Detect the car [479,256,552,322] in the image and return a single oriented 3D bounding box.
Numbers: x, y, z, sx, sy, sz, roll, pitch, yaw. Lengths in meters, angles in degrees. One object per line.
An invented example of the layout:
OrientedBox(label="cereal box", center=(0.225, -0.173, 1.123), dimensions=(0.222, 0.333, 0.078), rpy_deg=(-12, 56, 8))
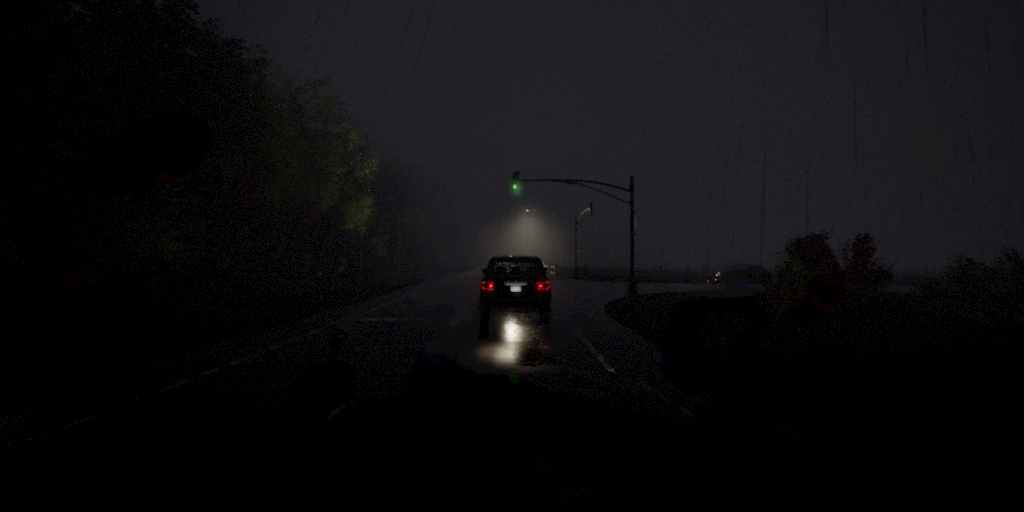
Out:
OrientedBox(label="car", center=(0.106, 1.010, 12.573), dimensions=(2.150, 2.045, 5.566), rpy_deg=(0, 0, 0))

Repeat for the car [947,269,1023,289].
OrientedBox(label="car", center=(37.295, 1.792, 28.186), dimensions=(4.902, 1.511, 2.128), rpy_deg=(1, -1, 0))

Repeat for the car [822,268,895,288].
OrientedBox(label="car", center=(26.976, 1.666, 28.238), dimensions=(5.008, 1.535, 1.882), rpy_deg=(1, -1, 0))

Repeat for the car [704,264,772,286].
OrientedBox(label="car", center=(17.751, 1.440, 28.315), dimensions=(4.553, 1.767, 2.097), rpy_deg=(1, -1, 1))
